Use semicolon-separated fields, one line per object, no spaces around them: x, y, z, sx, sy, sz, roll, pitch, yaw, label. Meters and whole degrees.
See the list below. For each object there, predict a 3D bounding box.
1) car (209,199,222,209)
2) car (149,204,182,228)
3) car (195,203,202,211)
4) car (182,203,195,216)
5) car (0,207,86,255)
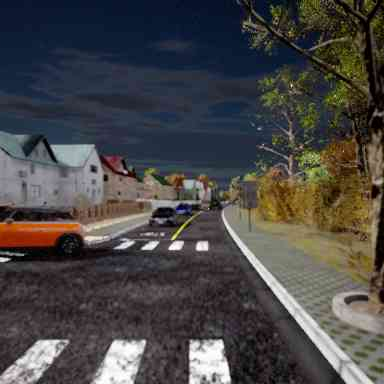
4.632;2.303;65.008;2.150;2.045;5.566;0;-1;8;car
-2.064;1.872;25.537;1.812;1.442;4.674;0;-1;3;car
0.590;2.470;55.958;1.994;1.385;4.181;0;-1;7;car
-0.993;2.138;40.755;1.812;1.442;4.674;0;-1;5;car
-6.353;1.310;12.207;4.553;1.767;2.097;5;-3;-35;car
